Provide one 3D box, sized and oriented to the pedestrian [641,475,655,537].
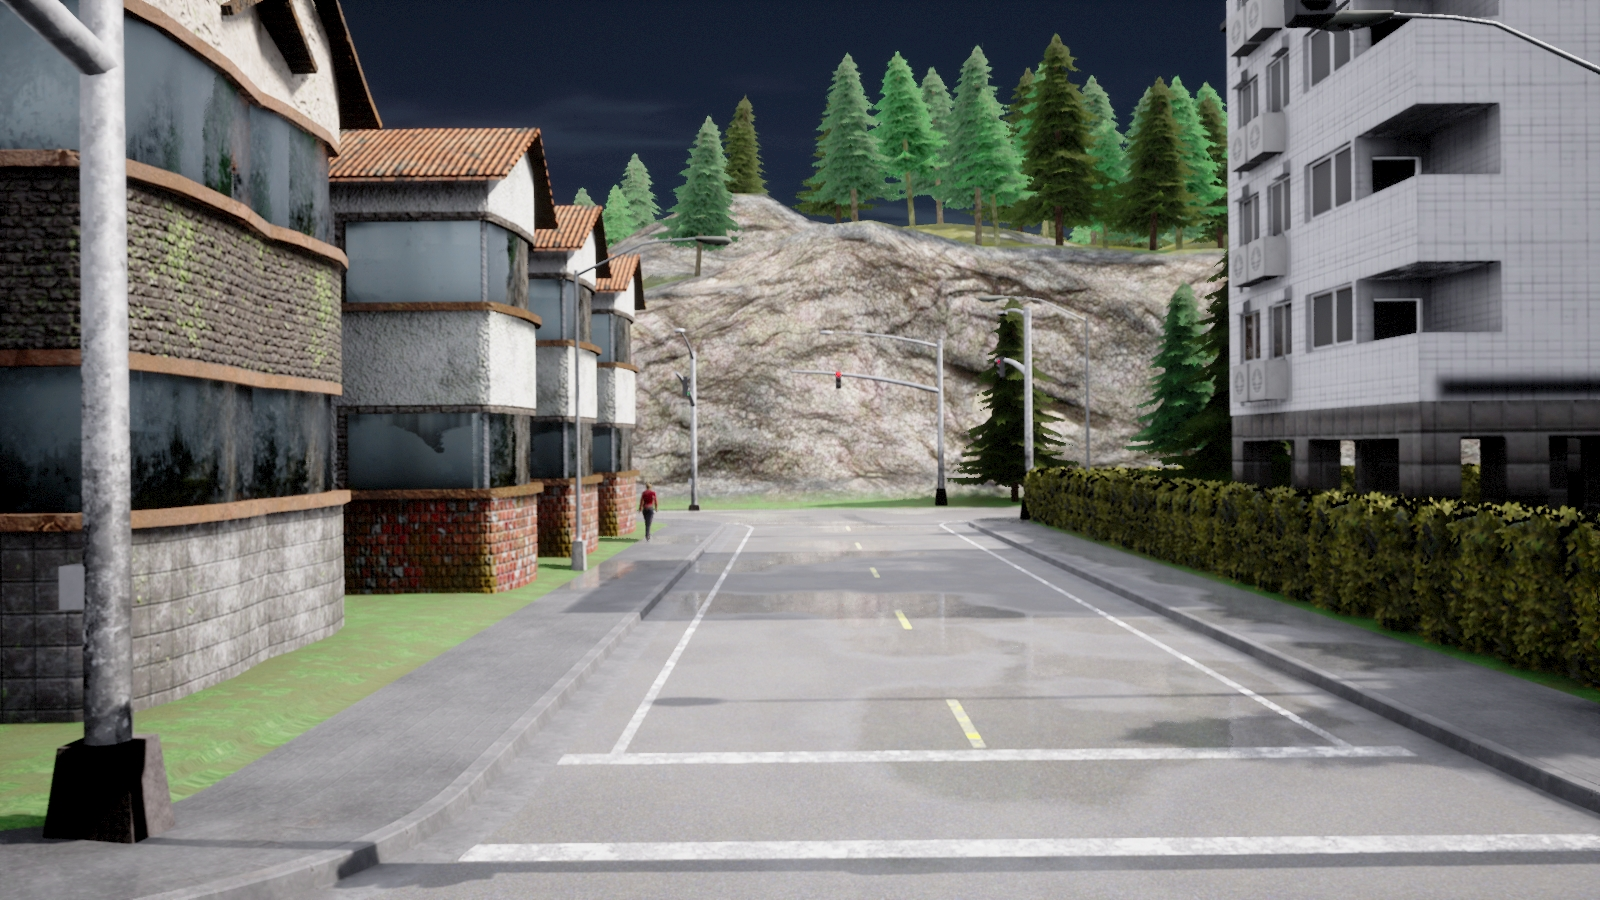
[{"bbox_3d":[-4.597,1.683,34.628,0.375,1.860,0.375,-1,0,-2],"label":"pedestrian"}]
